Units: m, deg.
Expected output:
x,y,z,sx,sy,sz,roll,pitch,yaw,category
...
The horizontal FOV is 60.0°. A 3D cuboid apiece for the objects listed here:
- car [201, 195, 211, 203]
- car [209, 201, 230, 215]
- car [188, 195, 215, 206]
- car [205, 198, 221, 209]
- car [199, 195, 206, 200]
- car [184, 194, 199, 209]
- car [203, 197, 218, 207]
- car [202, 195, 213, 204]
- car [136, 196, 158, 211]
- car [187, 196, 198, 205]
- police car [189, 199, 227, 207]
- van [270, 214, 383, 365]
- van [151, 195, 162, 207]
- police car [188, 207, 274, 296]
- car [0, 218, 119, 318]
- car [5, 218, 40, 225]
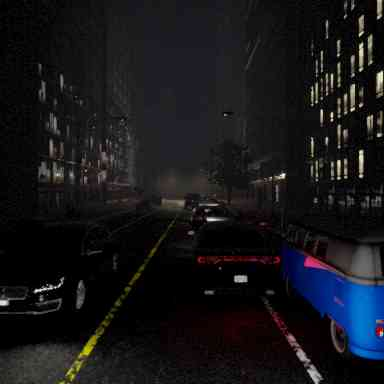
x,y,z,sx,sy,sz,roll,pitch,yaw,category
2.861,1.401,68.303,1.967,1.590,4.097,0,0,0,car
2.775,1.581,34.149,1.802,1.307,4.206,0,0,0,car
0.960,1.350,24.681,2.097,1.767,4.553,0,0,0,car
2.804,1.544,45.534,2.008,1.369,4.403,0,0,0,car
2.918,1.462,91.074,1.887,1.381,4.507,0,0,0,car
0.115,1.215,44.921,2.150,2.045,5.566,0,0,0,car
2.818,1.538,51.226,2.008,1.369,4.403,0,0,0,car
2.847,1.410,62.611,1.967,1.590,4.097,0,0,0,car
-5.591,1.548,39.866,2.008,1.369,4.403,0,0,0,car
0.148,1.480,59.474,1.837,1.490,4.892,0,0,0,car
0.947,1.425,18.820,1.930,1.638,5.238,0,0,0,police car
2.704,1.341,5.687,1.690,1.788,3.998,0,0,0,van
-5.562,1.328,51.251,1.690,1.788,3.998,0,0,0,van
0.922,1.425,8.820,1.930,1.638,5.238,0,0,0,police car
-2.981,1.505,7.679,1.837,1.490,4.892,0,0,0,car
-5.662,1.582,11.403,1.802,1.307,4.206,0,0,0,car
